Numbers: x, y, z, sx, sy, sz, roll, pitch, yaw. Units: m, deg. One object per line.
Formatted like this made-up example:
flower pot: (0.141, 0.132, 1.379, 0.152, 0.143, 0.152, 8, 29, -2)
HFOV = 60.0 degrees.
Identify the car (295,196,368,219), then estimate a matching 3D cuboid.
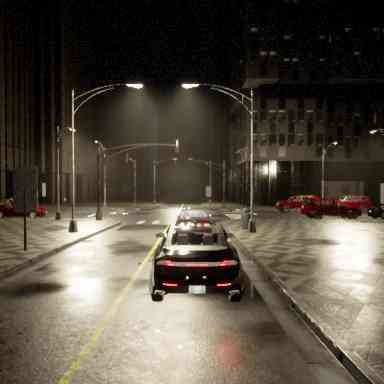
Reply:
car: (12.082, 1.459, 29.152, 5.009, 1.841, 2.192, 0, 1, 0)

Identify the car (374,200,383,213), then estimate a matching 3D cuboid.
car: (23.339, 1.629, 37.729, 4.313, 1.339, 1.947, 0, 1, 0)

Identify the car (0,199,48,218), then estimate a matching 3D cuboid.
car: (-14.959, 1.563, 29.035, 4.507, 1.381, 1.887, 0, 1, 0)

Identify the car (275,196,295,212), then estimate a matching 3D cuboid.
car: (12.055, 1.320, 37.676, 5.009, 1.841, 2.192, 0, 1, 0)

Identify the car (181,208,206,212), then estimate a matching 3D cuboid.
car: (0.077, 1.548, 17.944, 2.033, 1.411, 5.357, 0, 0, 0)

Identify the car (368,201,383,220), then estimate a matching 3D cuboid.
car: (17.725, 1.738, 29.180, 4.313, 1.339, 1.947, 0, 1, 0)

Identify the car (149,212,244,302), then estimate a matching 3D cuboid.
car: (0.088, 1.489, 8.234, 2.128, 1.511, 4.902, 0, 0, 0)

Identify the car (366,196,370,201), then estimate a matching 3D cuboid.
car: (17.698, 1.349, 37.701, 5.009, 1.841, 2.192, 0, 1, 0)
